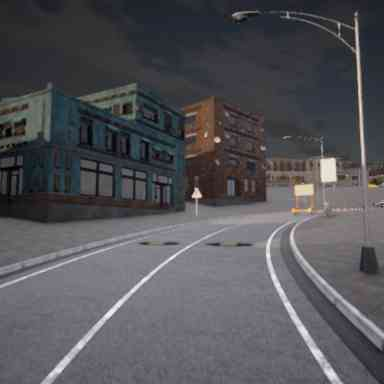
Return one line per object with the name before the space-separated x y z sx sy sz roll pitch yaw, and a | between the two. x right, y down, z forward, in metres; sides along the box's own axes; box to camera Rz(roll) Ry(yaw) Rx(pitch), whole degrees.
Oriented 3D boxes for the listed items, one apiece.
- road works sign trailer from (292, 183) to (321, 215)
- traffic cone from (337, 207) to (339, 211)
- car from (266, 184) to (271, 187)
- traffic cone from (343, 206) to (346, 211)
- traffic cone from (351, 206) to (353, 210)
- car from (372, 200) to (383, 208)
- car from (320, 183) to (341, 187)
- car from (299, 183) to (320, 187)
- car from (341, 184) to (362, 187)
road works sign trailer | 13.119 0.827 38.447 2.880 3.560 2.380 0 -3 -44
traffic cone | 21.296 2.458 48.654 0.340 0.580 0.340 -6 -5 45
car | 17.641 -1.561 82.695 4.553 1.767 2.185 0 -5 -4
traffic cone | 22.002 2.382 47.954 0.340 0.580 0.340 0 -5 -45
traffic cone | 22.713 2.307 47.255 0.340 0.580 0.340 -6 -5 44
car | 33.187 2.056 57.372 4.892 1.490 1.837 -1 -5 -24
car | 34.061 -1.464 83.868 4.892 1.521 2.231 0 -5 -4
car | 28.556 -1.463 83.466 4.892 1.521 2.231 0 -5 -4
car | 39.586 -1.397 84.370 4.674 1.452 2.002 0 -5 -5
